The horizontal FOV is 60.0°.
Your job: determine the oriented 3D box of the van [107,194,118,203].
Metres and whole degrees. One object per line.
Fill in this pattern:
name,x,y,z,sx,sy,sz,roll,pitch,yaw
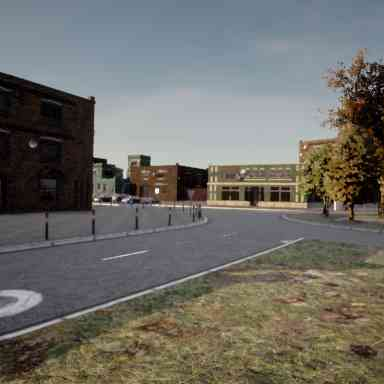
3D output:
van,-15.283,1.412,71.396,1.878,1.987,4.442,1,-1,32

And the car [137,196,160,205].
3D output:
car,-8.188,1.825,67.016,2.163,1.488,4.792,1,-1,32

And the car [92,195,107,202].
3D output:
car,-19.803,1.393,74.420,2.185,1.767,4.553,2,-1,32

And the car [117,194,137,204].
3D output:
car,-12.748,1.573,69.969,2.185,1.767,4.553,1,-1,32

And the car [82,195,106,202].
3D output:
car,-22.282,1.449,75.937,2.097,1.535,5.008,2,-1,32
